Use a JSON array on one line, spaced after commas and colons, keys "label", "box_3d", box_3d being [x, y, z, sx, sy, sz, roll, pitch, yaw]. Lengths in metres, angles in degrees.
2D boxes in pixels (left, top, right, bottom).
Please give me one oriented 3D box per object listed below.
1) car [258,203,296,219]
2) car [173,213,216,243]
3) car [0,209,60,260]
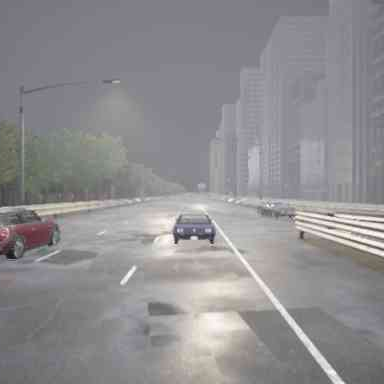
[{"label": "car", "box_3d": [8.133, 1.793, 32.019, 2.033, 1.411, 5.357, 0, 0, -11]}, {"label": "car", "box_3d": [0.095, 1.713, 16.591, 1.895, 1.301, 4.718, 0, 0, 0]}, {"label": "car", "box_3d": [-6.905, 1.439, 12.915, 2.097, 1.767, 4.553, 0, 0, 0]}]
